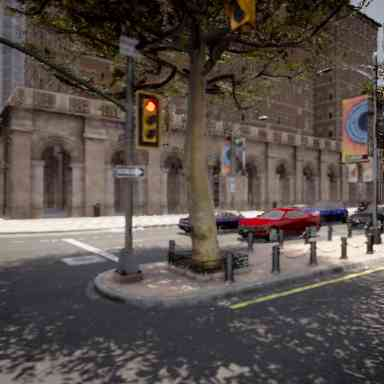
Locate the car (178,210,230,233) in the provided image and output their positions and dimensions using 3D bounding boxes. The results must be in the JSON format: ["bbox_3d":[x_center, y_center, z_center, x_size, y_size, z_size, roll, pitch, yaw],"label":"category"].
[{"bbox_3d":[1.527,1.693,19.170,4.718,1.301,1.895,1,0,-35],"label":"car"}]

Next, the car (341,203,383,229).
[{"bbox_3d":[12.576,1.679,22.660,4.892,1.490,1.837,1,0,-35],"label":"car"}]

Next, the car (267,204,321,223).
[{"bbox_3d":[8.731,1.770,28.208,4.718,1.301,1.895,1,0,-36],"label":"car"}]

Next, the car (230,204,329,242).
[{"bbox_3d":[4.559,1.579,17.029,5.008,1.535,1.882,1,0,-35],"label":"car"}]

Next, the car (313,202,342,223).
[{"bbox_3d":[9.800,1.519,24.980,4.553,1.767,2.097,1,0,-35],"label":"car"}]

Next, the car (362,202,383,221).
[{"bbox_3d":[18.023,1.720,30.842,5.008,1.535,1.882,1,0,-35],"label":"car"}]
